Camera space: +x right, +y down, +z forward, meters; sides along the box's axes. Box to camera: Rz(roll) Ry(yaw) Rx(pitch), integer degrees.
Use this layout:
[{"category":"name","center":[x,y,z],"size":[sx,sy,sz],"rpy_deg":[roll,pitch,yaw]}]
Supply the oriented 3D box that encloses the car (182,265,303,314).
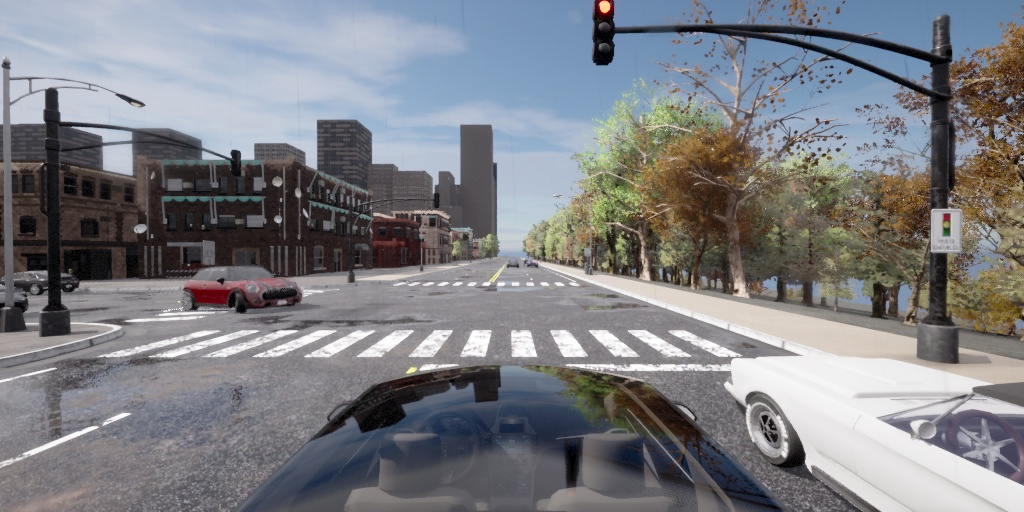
[{"category":"car","center":[-10.352,1.157,13.809],"size":[4.553,1.767,2.097],"rpy_deg":[-2,0,23]}]

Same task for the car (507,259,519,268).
[{"category":"car","center":[0.168,1.292,61.006],"size":[1.994,1.385,4.181],"rpy_deg":[0,0,0]}]

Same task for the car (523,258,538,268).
[{"category":"car","center":[3.416,1.329,61.082],"size":[1.895,1.301,4.718],"rpy_deg":[0,0,0]}]

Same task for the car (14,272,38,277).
[{"category":"car","center":[-23.896,1.543,15.316],"size":[4.674,1.442,1.812],"rpy_deg":[-1,1,0]}]

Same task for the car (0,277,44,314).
[{"category":"car","center":[-19.935,1.565,12.589],"size":[4.313,1.339,1.948],"rpy_deg":[0,0,0]}]

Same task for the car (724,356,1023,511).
[{"category":"car","center":[3.350,1.351,1.940],"size":[1.895,1.301,4.718],"rpy_deg":[0,0,0]}]

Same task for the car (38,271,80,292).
[{"category":"car","center":[-28.259,1.560,21.110],"size":[4.403,1.370,2.007],"rpy_deg":[0,0,0]}]
